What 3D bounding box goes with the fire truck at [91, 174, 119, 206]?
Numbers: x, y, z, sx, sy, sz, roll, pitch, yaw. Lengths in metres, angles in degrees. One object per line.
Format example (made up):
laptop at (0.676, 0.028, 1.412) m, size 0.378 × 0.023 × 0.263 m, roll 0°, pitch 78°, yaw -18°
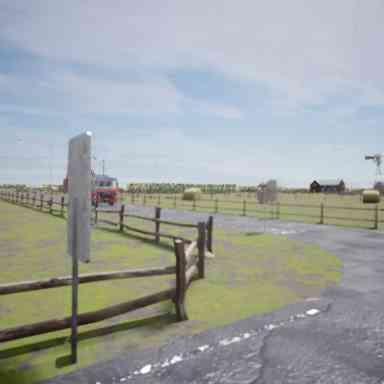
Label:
fire truck at (-12.388, -0.272, 42.356) m, size 2.891 × 3.827 × 8.468 m, roll 1°, pitch 0°, yaw -35°
